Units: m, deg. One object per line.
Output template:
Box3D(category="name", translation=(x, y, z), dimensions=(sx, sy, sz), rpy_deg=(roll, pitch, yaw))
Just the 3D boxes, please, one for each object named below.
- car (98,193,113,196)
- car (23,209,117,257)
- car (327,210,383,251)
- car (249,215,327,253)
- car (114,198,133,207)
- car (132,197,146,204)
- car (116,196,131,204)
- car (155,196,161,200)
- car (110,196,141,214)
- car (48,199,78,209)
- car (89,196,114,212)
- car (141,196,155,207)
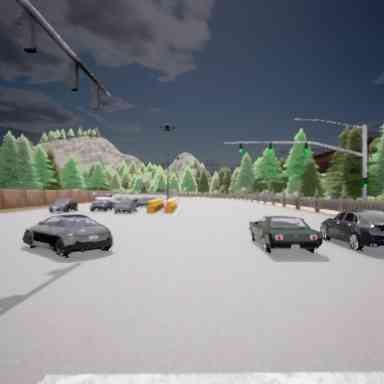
Box3D(category="car", translation=(-14.034, 1.249, 53.568), dimensions=(2.150, 2.045, 5.566), rpy_deg=(0, 0, 0))
Box3D(category="car", translation=(-4.946, 1.570, 13.089), dimensions=(4.181, 1.385, 1.994), rpy_deg=(0, 0, 43))
Box3D(category="car", translation=(7.103, 1.512, 14.103), dimensions=(1.837, 1.490, 4.892), rpy_deg=(0, 0, 0))
Box3D(category="car", translation=(3.602, 1.607, 13.751), dimensions=(1.895, 1.301, 4.718), rpy_deg=(0, 0, 0))
Box3D(category="car", translation=(-10.556, 1.624, 51.354), dimensions=(1.895, 1.301, 4.718), rpy_deg=(0, 0, 0))
Box3D(category="car", translation=(-10.488, 1.630, 66.229), dimensions=(1.895, 1.301, 4.718), rpy_deg=(0, 0, 0))
Box3D(category="car", translation=(-13.988, 1.566, 68.022), dimensions=(2.033, 1.411, 5.357), rpy_deg=(0, 0, 0))
Box3D(category="car", translation=(-7.003, 1.529, 65.148), dimensions=(2.128, 1.511, 4.902), rpy_deg=(0, 0, 0))
Box3D(category="car", translation=(-7.084, 1.517, 35.962), dimensions=(1.837, 1.490, 4.892), rpy_deg=(0, 1, 0))
Box3D(category="car", translation=(-14.081, 1.508, 36.656), dimensions=(2.128, 1.511, 4.902), rpy_deg=(0, 0, 0))
Box3D(category="car", translation=(-10.574, 1.566, 39.658), dimensions=(2.033, 1.411, 5.357), rpy_deg=(0, 0, 0))
Box3D(category="car", translation=(-7.067, 1.529, 49.521), dimensions=(1.837, 1.490, 4.892), rpy_deg=(0, 0, 0))
